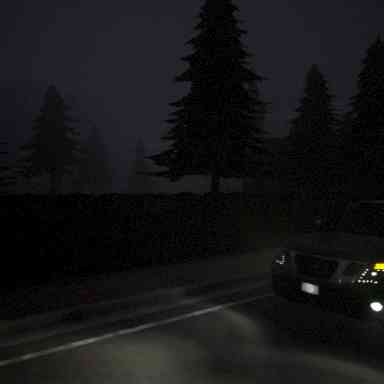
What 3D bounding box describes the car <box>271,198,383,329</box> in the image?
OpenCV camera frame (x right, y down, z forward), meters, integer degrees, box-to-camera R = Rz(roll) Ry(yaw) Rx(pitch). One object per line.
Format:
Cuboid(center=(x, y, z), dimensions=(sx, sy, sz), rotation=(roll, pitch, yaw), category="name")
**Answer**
Cuboid(center=(4.095, 1.170, 6.935), dimensions=(5.566, 2.045, 2.150), rotation=(0, 1, -37), category="car")
